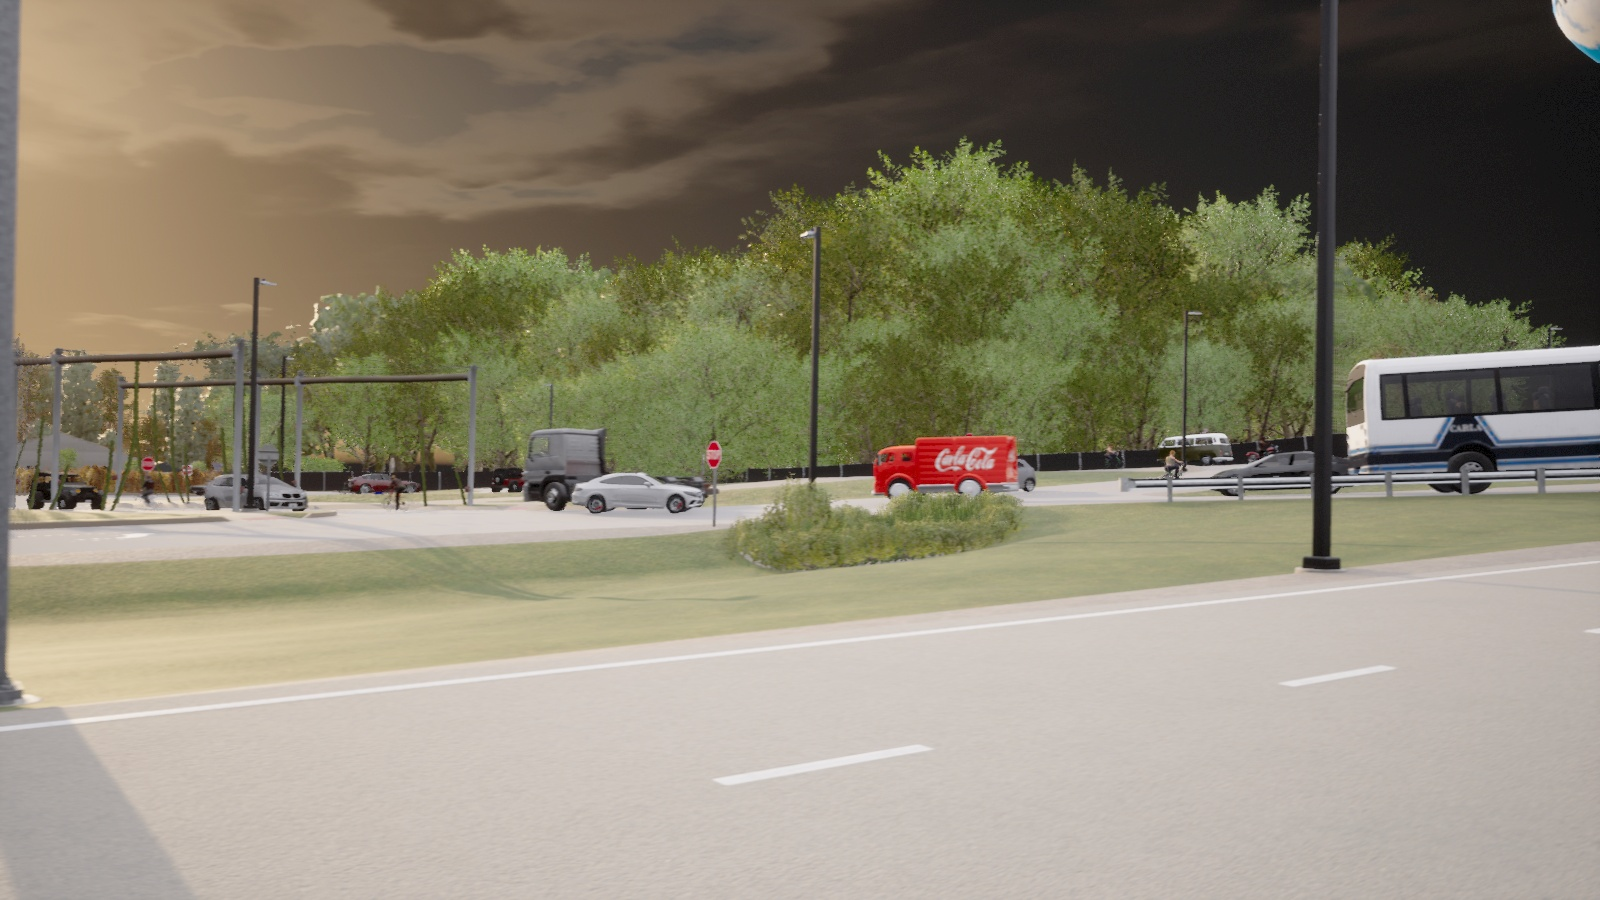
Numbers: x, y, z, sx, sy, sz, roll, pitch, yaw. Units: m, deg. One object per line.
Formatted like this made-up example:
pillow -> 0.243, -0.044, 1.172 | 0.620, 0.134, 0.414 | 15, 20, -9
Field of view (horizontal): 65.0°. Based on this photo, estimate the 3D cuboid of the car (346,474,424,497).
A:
car -> -28.548, 2.465, 86.412 | 4.792, 1.488, 2.163 | 0, -2, -27

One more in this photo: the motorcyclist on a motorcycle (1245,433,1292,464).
motorcyclist on a motorcycle -> 26.979, -0.091, 72.379 | 2.350, 1.649, 0.766 | -4, -2, 35

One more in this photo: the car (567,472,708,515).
car -> -5.777, 1.545, 44.814 | 4.674, 1.442, 1.812 | -1, 0, 6

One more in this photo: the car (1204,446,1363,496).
car -> 16.419, 0.745, 42.887 | 4.792, 1.488, 2.163 | -2, -2, 14

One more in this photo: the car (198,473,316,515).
car -> -22.805, 1.855, 52.727 | 4.611, 1.667, 2.242 | -2, -2, 29

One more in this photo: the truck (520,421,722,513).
truck -> -7.323, 0.761, 50.957 | 7.936, 3.462, 2.891 | -2, -2, 28

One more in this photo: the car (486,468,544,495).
car -> -20.352, 2.234, 89.801 | 1.905, 1.878, 3.866 | 0, 0, 30

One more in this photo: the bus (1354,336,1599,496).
bus -> 22.676, -0.998, 37.730 | 10.273, 4.253, 3.944 | -3, -3, 13

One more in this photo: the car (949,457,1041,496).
car -> 8.450, 1.127, 54.415 | 3.633, 1.501, 1.845 | -2, 1, -35

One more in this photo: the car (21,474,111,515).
car -> -34.531, 2.101, 59.083 | 3.866, 1.878, 1.905 | -1, -2, 28

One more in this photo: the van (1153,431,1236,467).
van -> 24.696, -0.036, 78.726 | 2.069, 2.038, 4.480 | 2, -4, -44

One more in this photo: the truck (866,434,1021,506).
truck -> 5.337, 0.751, 46.572 | 5.204, 2.467, 2.627 | -2, -1, 20
